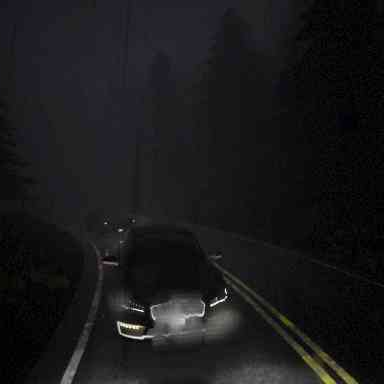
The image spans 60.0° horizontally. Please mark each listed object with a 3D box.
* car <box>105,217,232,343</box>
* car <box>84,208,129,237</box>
[{"bbox_3d":[-0.649,1.494,6.829,1.837,1.490,4.892,-1,0,-11],"label":"car"},{"bbox_3d":[-4.646,1.611,18.561,1.895,1.301,4.718,-3,1,-29],"label":"car"}]
